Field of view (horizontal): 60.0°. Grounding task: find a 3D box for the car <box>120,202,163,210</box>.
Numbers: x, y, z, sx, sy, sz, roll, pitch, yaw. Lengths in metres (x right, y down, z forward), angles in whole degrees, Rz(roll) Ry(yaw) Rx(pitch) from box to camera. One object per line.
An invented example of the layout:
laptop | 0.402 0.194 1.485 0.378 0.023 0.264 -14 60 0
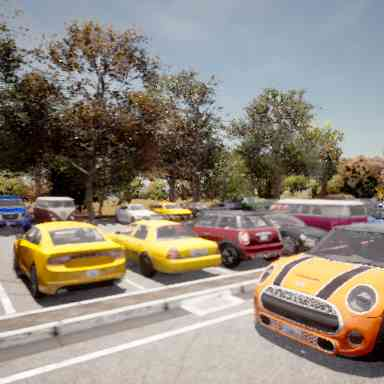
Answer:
car | -4.172 1.611 24.377 2.002 1.452 4.674 0 0 -35

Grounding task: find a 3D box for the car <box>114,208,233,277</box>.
car | -1.292 1.543 10.642 1.946 1.575 5.366 0 0 -35

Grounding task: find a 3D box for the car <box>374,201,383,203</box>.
car | 14.869 1.629 21.531 1.946 1.575 5.366 0 0 -35

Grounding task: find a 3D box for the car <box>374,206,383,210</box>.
car | 7.924 1.597 16.890 2.097 1.535 5.008 0 0 -35

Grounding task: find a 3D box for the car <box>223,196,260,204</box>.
car | 4.966 1.368 30.752 2.435 2.045 5.566 0 0 -35

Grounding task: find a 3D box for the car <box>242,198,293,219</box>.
car | 7.246 1.504 32.349 2.185 1.767 4.553 0 0 -35

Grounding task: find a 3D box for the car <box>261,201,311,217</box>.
car | 9.506 1.680 33.976 2.002 1.452 4.674 0 0 -35

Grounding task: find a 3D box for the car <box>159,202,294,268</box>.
car | 1.008 1.434 11.992 2.185 1.767 4.553 0 0 -35

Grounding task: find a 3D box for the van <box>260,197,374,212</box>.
van | 5.583 1.359 15.383 1.878 1.987 4.442 0 0 -35

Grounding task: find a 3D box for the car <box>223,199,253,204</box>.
car | 2.650 1.637 29.197 2.163 1.488 4.792 0 0 -35

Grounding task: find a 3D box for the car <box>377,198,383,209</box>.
car | 30.022 1.714 48.377 2.097 1.535 5.008 0 0 -35

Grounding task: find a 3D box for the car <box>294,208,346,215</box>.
car | 3.367 1.574 13.693 2.231 1.521 4.892 0 0 -35

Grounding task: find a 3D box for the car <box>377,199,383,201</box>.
car | 20.902 1.687 41.978 2.231 1.521 4.892 0 0 -35

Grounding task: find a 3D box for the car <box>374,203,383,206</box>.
car | 10.208 1.609 18.480 2.097 1.535 5.008 0 0 -35

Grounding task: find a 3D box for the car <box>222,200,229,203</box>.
car | 0.385 1.596 27.580 2.231 1.521 4.892 0 0 -35

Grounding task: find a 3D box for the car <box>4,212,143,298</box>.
car | -3.461 1.533 8.887 2.097 1.535 5.008 0 0 -35

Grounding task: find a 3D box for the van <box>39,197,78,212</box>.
van | -8.661 1.318 21.081 1.878 1.987 4.442 0 0 -35

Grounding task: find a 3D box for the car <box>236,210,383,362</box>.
car | 3.241 1.382 5.989 4.553 1.767 2.097 0 0 -35

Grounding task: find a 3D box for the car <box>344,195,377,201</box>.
car | 18.643 1.426 40.351 2.435 2.045 5.566 0 0 -35

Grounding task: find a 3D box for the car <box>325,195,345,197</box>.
car | 14.085 1.534 37.147 2.185 1.767 4.553 0 0 -35

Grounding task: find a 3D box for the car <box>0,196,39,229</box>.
car | -10.992 1.280 19.553 2.435 2.045 5.566 0 0 -35

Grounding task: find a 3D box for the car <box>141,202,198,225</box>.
car | -1.894 1.583 25.979 2.097 1.535 5.008 0 0 -35

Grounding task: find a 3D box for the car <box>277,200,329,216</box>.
car | 11.790 1.650 35.569 2.097 1.535 5.008 0 0 -35
